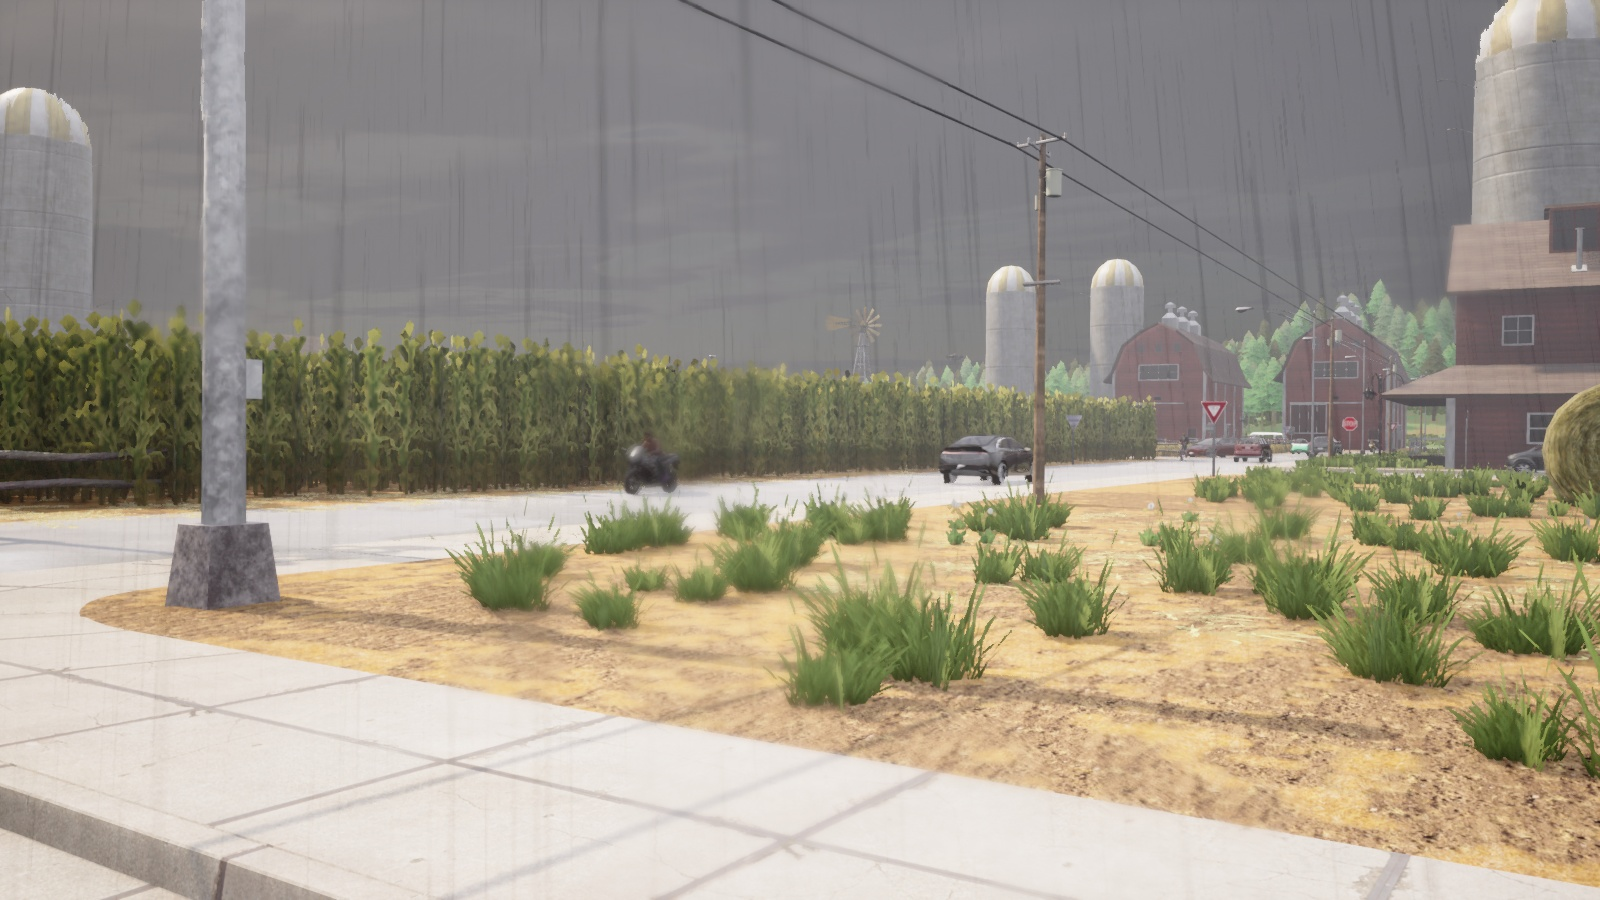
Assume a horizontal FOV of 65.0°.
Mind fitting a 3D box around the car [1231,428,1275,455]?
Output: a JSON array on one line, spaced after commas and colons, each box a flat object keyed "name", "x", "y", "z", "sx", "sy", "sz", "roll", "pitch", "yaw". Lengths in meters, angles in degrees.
[{"name": "car", "x": 27.069, "y": -0.524, "z": 74.988, "sx": 1.789, "sy": 1.549, "sz": 3.705, "roll": 0, "pitch": 1, "yaw": 30}]

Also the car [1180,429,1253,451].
[{"name": "car", "x": 29.446, "y": -0.712, "z": 88.769, "sx": 4.792, "sy": 1.488, "sz": 2.163, "roll": -1, "pitch": 1, "yaw": -27}]

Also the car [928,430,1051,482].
[{"name": "car", "x": 6.009, "y": 0.132, "z": 39.271, "sx": 2.128, "sy": 1.511, "sz": 4.902, "roll": 0, "pitch": 1, "yaw": 31}]

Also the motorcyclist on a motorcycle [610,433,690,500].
[{"name": "motorcyclist on a motorcycle", "x": -3.555, "y": 0.372, "z": 29.941, "sx": 0.797, "sy": 1.523, "sz": 2.044, "roll": 0, "pitch": 1, "yaw": 31}]

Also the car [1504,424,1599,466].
[{"name": "car", "x": 28.966, "y": -0.198, "z": 47.854, "sx": 3.705, "sy": 1.549, "sz": 1.789, "roll": 0, "pitch": 1, "yaw": 30}]
